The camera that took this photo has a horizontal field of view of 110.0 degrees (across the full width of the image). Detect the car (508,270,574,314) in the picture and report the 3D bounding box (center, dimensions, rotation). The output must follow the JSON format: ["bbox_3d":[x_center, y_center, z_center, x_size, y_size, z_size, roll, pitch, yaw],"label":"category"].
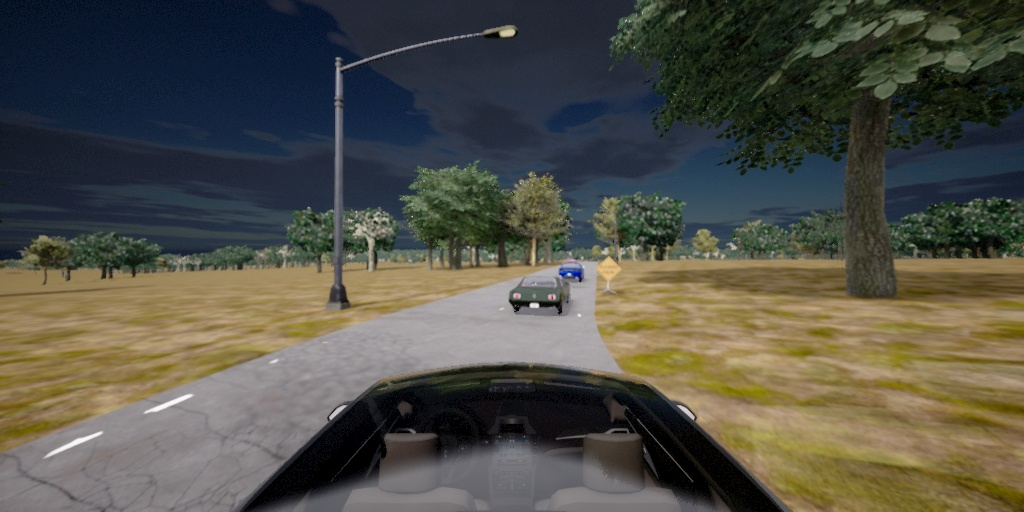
[{"bbox_3d":[1.286,1.416,14.440,1.895,1.301,4.718,0,0,13],"label":"car"}]

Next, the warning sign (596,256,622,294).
[{"bbox_3d":[4.896,0.944,18.261,1.300,1.860,1.060,0,0,13],"label":"warning sign"}]

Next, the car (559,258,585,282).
[{"bbox_3d":[4.987,1.247,29.960,1.882,1.535,5.008,0,1,14],"label":"car"}]
